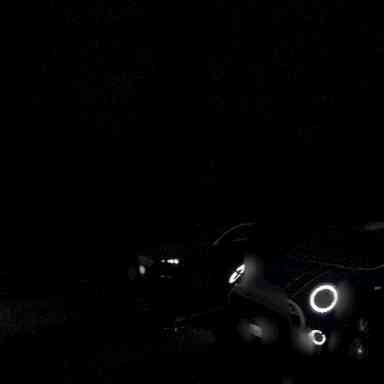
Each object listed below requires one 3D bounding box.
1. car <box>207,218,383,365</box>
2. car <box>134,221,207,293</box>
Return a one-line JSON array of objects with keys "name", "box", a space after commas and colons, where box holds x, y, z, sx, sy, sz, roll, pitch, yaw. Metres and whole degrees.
[{"name": "car", "box": [2.746, 1.346, 5.941, 4.553, 1.767, 2.097, 0, 0, -35]}, {"name": "car", "box": [0.880, 1.486, 8.911, 4.902, 1.511, 2.128, 0, 0, -35]}]
